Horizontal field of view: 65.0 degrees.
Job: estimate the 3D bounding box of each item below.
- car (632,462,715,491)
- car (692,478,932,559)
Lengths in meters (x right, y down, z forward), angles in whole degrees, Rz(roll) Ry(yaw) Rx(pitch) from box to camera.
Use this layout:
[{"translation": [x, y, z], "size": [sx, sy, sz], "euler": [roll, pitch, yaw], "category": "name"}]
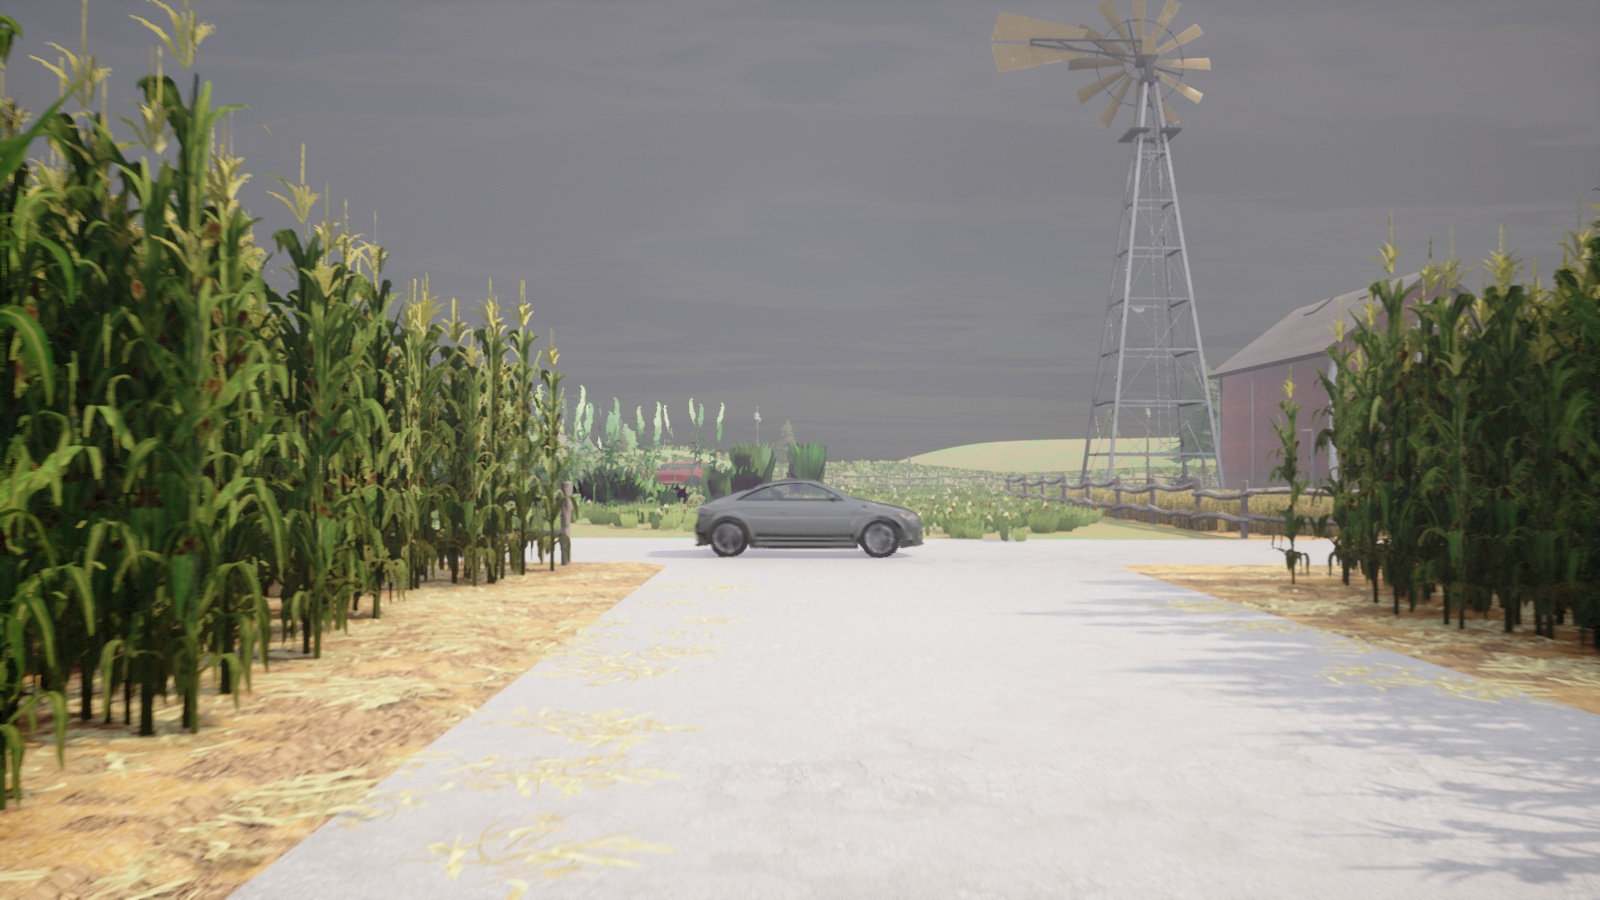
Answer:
[{"translation": [-8.950, 1.883, 88.959], "size": [5.566, 2.045, 2.150], "euler": [0, -1, 5], "category": "car"}, {"translation": [0.202, 1.216, 22.891], "size": [4.181, 1.385, 1.994], "euler": [0, -1, 0], "category": "car"}]
